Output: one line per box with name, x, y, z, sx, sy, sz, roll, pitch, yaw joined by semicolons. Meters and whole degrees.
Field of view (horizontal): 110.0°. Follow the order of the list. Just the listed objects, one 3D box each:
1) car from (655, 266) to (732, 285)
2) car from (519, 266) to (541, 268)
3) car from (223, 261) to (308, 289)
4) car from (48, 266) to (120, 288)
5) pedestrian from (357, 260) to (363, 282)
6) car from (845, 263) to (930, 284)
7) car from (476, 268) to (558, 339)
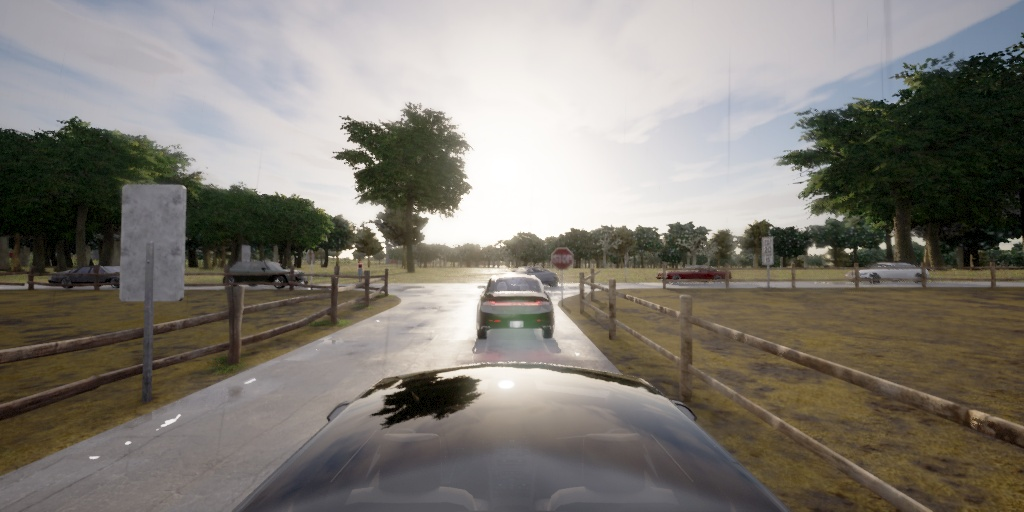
car;12.932;1.357;25.804;4.718;1.301;1.895;0;-1;-1
car;0.932;1.331;22.152;4.181;1.385;1.994;-1;0;-41
car;-15.524;1.120;22.802;4.553;1.767;2.097;0;-2;1
car;-25.900;1.312;22.810;5.357;1.411;2.033;0;-2;0
pedestrian;-12.197;1.185;28.831;0.375;1.860;0.375;0;-1;0
car;26.613;1.209;25.487;4.674;1.442;1.812;0;-2;4
car;0.038;1.254;10.093;2.128;1.511;4.902;0;0;-1
